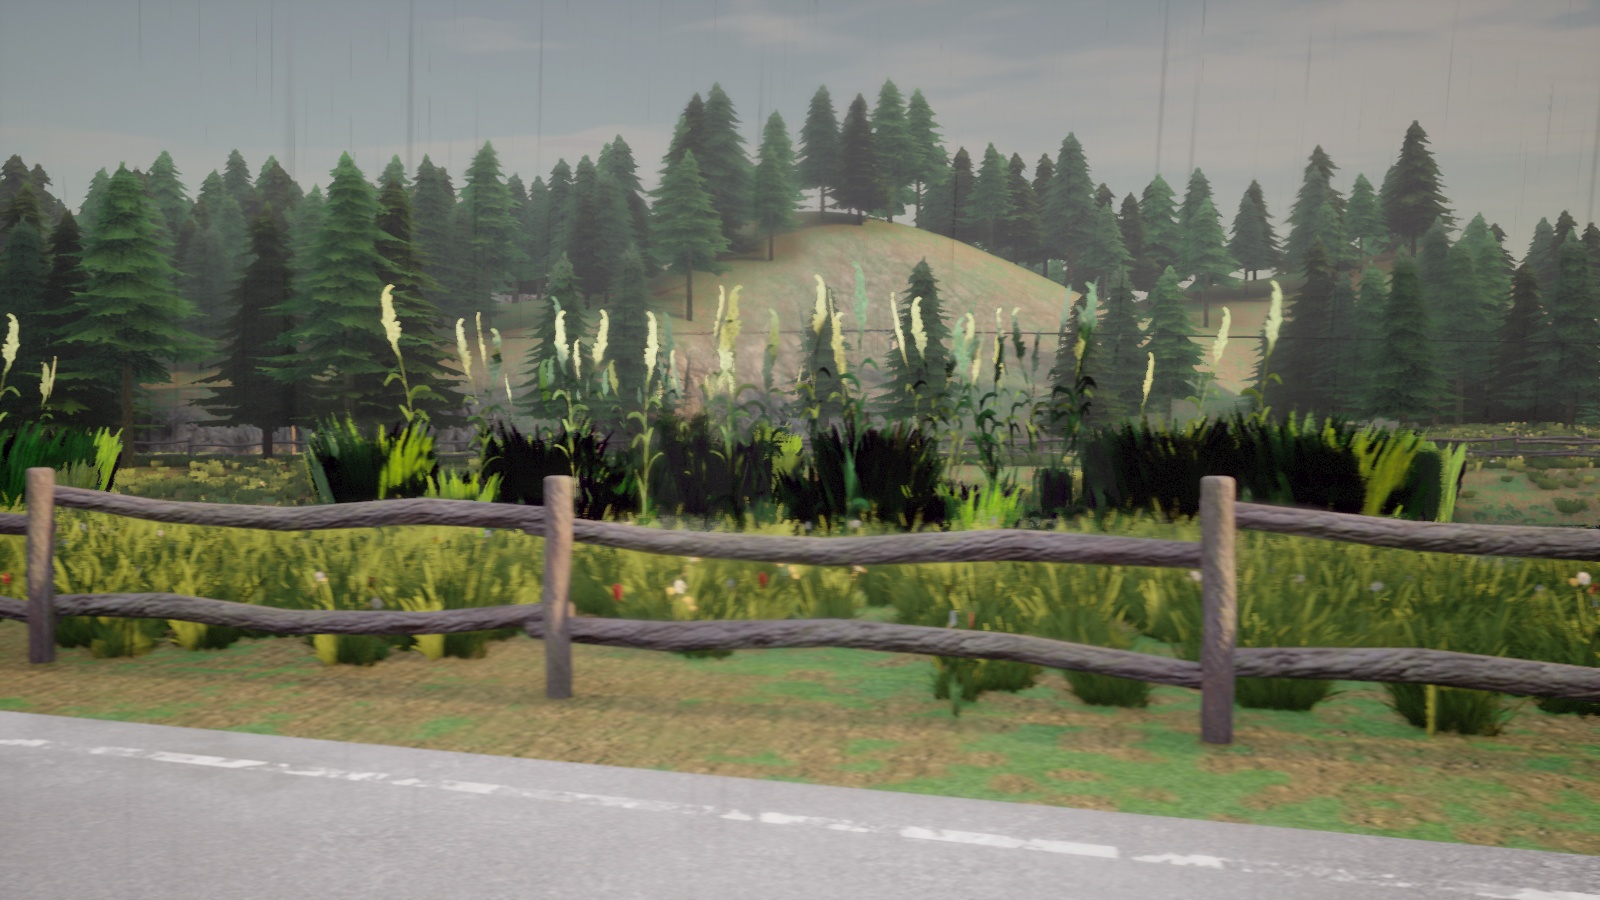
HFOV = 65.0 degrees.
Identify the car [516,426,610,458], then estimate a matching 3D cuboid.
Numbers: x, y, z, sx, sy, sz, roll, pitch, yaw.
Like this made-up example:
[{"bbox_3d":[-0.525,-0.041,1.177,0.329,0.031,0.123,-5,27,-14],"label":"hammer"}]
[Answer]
[{"bbox_3d":[-13.067,-0.456,69.485,4.611,1.667,2.242,0,1,9],"label":"car"}]
